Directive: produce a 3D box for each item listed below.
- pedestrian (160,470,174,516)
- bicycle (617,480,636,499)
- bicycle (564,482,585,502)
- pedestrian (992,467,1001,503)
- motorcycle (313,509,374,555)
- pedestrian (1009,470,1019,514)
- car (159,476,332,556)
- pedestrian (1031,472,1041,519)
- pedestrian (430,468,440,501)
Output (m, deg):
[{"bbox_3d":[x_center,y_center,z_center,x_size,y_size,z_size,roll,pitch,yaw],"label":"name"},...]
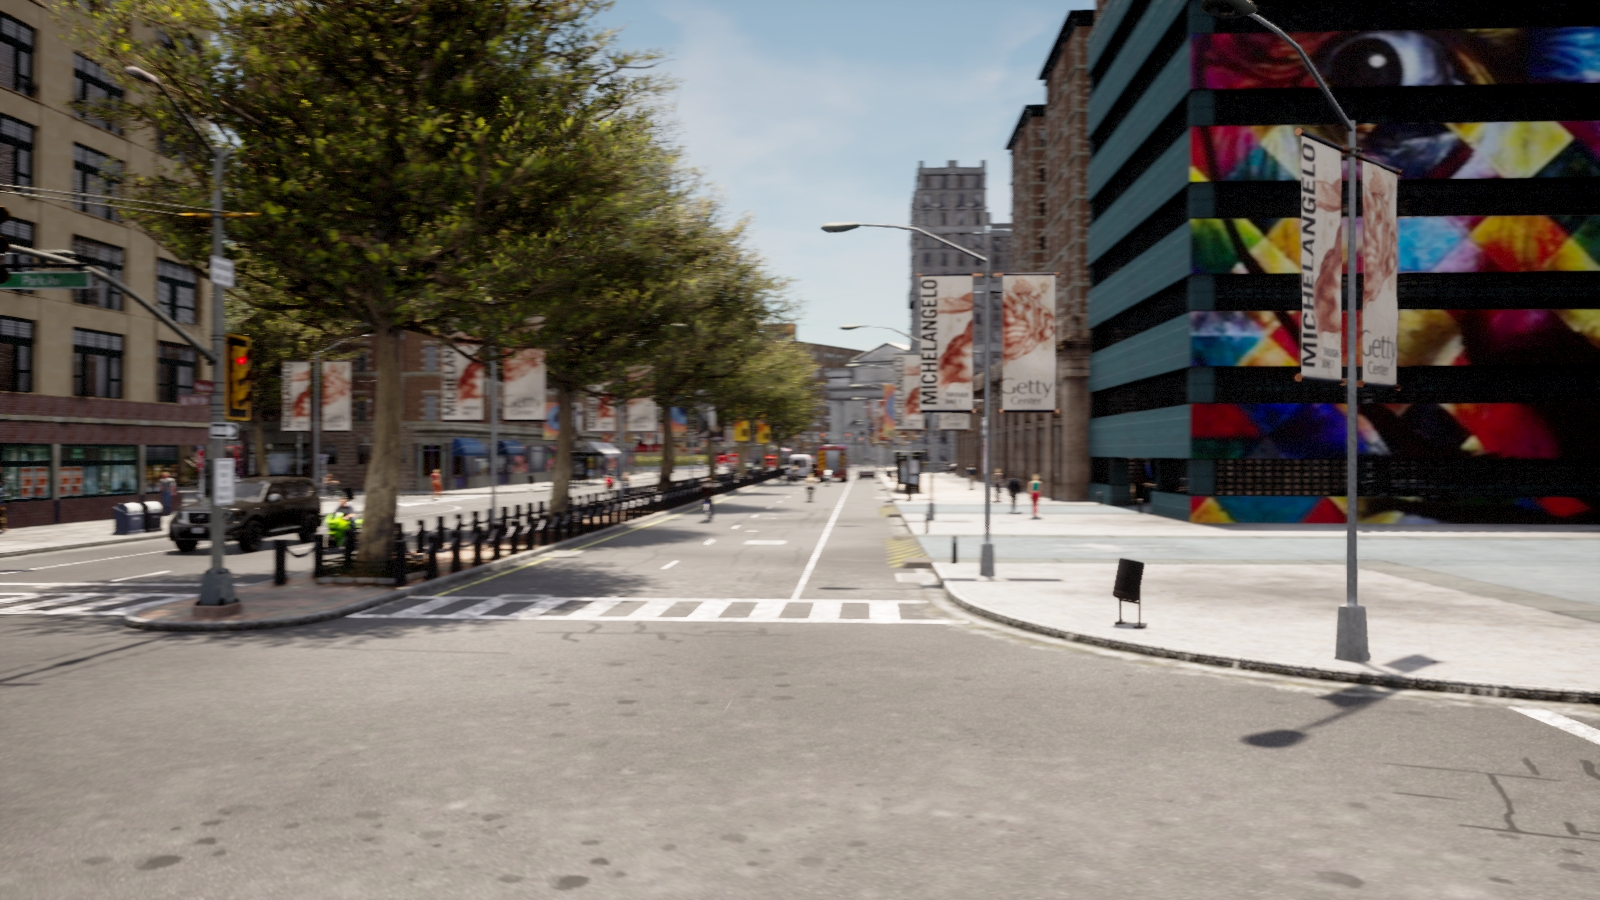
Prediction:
[{"bbox_3d":[-26.229,1.783,47.351,0.375,1.860,0.375,0,0,3],"label":"pedestrian"},{"bbox_3d":[-10.612,2.404,69.844,0.859,1.080,1.487,0,0,3],"label":"bicycle"},{"bbox_3d":[-12.851,2.392,65.195,0.859,1.080,1.487,0,0,3],"label":"bicycle"},{"bbox_3d":[10.398,1.838,60.377,0.375,1.860,0.375,0,0,23],"label":"pedestrian"},{"bbox_3d":[-12.775,2.275,32.054,0.803,1.145,2.033,0,0,3],"label":"motorcycle"},{"bbox_3d":[9.241,1.813,49.349,0.375,1.860,0.375,0,0,14],"label":"pedestrian"},{"bbox_3d":[-16.177,1.843,33.761,2.150,2.045,5.566,0,0,3],"label":"car"},{"bbox_3d":[9.398,1.804,45.595,0.375,1.860,0.375,0,0,10],"label":"pedestrian"},{"bbox_3d":[-21.092,1.981,66.034,0.375,1.860,0.375,0,0,13],"label":"pedestrian"}]
